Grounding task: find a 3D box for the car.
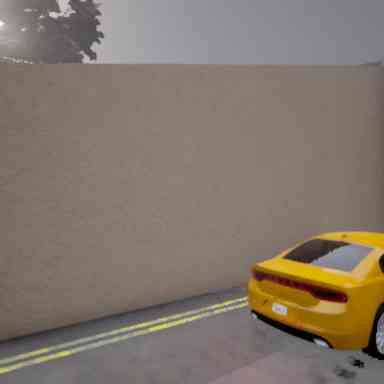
[{"bbox_3d":[3.233,1.474,6.058,5.008,1.535,1.882,0,0,-35],"label":"car"}]
